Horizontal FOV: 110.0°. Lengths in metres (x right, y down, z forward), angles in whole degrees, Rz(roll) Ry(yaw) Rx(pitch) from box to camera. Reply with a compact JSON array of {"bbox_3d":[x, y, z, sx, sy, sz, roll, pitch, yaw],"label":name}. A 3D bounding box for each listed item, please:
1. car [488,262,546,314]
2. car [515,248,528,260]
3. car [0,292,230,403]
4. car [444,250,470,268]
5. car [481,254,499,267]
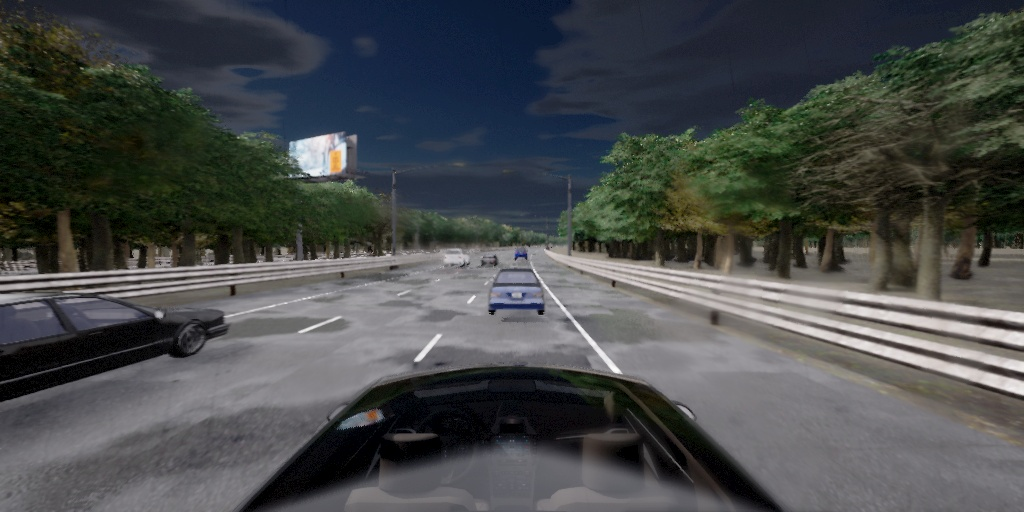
[{"bbox_3d":[0.156,1.134,12.843,2.033,1.411,5.357,0,1,1],"label":"car"},{"bbox_3d":[1.702,-0.429,64.475,2.150,2.045,5.566,0,2,3],"label":"car"},{"bbox_3d":[-6.973,1.239,5.137,2.033,1.411,5.357,0,1,1],"label":"car"},{"bbox_3d":[-6.297,0.272,41.453,2.150,2.045,5.566,0,1,2],"label":"car"},{"bbox_3d":[-2.678,0.476,44.148,2.128,1.511,4.902,0,1,2],"label":"car"}]
